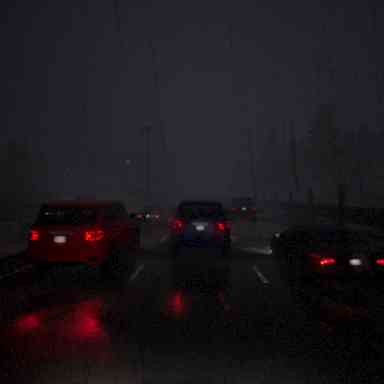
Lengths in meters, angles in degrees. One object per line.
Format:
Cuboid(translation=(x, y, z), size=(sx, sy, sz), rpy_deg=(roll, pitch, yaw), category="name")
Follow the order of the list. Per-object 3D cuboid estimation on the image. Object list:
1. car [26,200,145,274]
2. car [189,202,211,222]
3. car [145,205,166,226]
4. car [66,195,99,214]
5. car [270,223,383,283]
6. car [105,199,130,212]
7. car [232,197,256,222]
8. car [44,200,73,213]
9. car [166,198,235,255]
Cuboid(translation=(-3.215, 1.287, 10.991), size=(2.150, 2.045, 5.566), rpy_deg=(0, 0, 2), category="car")
Cuboid(translation=(0.705, 1.735, 30.214), size=(1.837, 1.490, 4.892), rpy_deg=(0, -1, 1), category="car")
Cuboid(translation=(-2.925, 1.719, 25.136), size=(2.033, 1.411, 5.357), rpy_deg=(0, 0, 2), category="car")
Cuboid(translation=(-13.280, 1.448, 40.857), size=(2.150, 2.045, 5.566), rpy_deg=(0, 0, 1), category="car")
Cuboid(translation=(3.746, 1.645, 9.983), size=(2.033, 1.411, 5.357), rpy_deg=(0, 0, 2), category="car")
Cuboid(translation=(-9.782, 1.766, 44.163), size=(2.128, 1.511, 4.902), rpy_deg=(0, 0, 0), category="car")
Cuboid(translation=(4.178, 1.461, 28.909), size=(2.150, 2.045, 5.566), rpy_deg=(0, -1, 1), category="car")
Cuboid(translation=(-16.791, 1.744, 42.139), size=(1.812, 1.442, 4.674), rpy_deg=(0, 0, 0), category="car")
Cuboid(translation=(0.354, 1.328, 13.935), size=(2.150, 2.045, 5.566), rpy_deg=(0, -1, 1), category="car")
